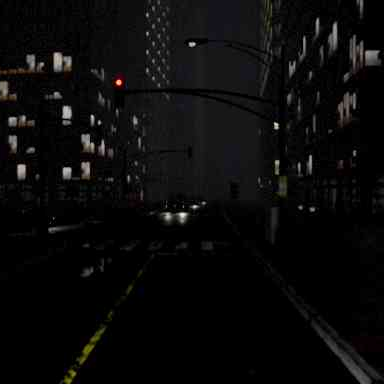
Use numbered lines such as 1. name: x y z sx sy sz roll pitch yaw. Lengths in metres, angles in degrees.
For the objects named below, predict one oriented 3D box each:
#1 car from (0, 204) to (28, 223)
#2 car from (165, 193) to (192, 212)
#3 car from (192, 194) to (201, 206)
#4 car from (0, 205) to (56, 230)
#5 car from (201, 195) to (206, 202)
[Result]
1. car: -16.567 1.811 28.277 4.403 1.369 2.008 -1 1 10
2. car: -1.617 1.138 38.193 2.150 2.045 5.566 0 0 5
3. car: -0.171 1.345 53.651 1.882 1.535 5.008 0 0 6
4. car: -11.857 1.690 21.856 5.357 1.411 2.033 -1 0 5
5. car: 1.799 1.303 69.167 1.837 1.490 4.892 0 0 8
